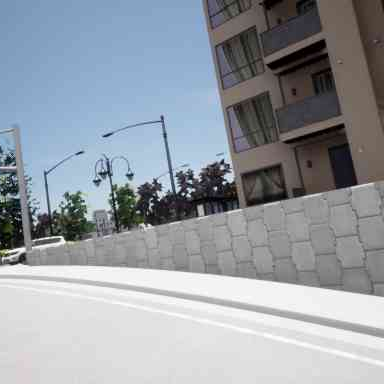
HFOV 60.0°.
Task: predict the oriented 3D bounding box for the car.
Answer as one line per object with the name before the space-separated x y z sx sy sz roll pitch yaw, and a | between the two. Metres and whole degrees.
car | -14.079 5.317 30.303 2.150 2.045 5.566 -14 -8 35
